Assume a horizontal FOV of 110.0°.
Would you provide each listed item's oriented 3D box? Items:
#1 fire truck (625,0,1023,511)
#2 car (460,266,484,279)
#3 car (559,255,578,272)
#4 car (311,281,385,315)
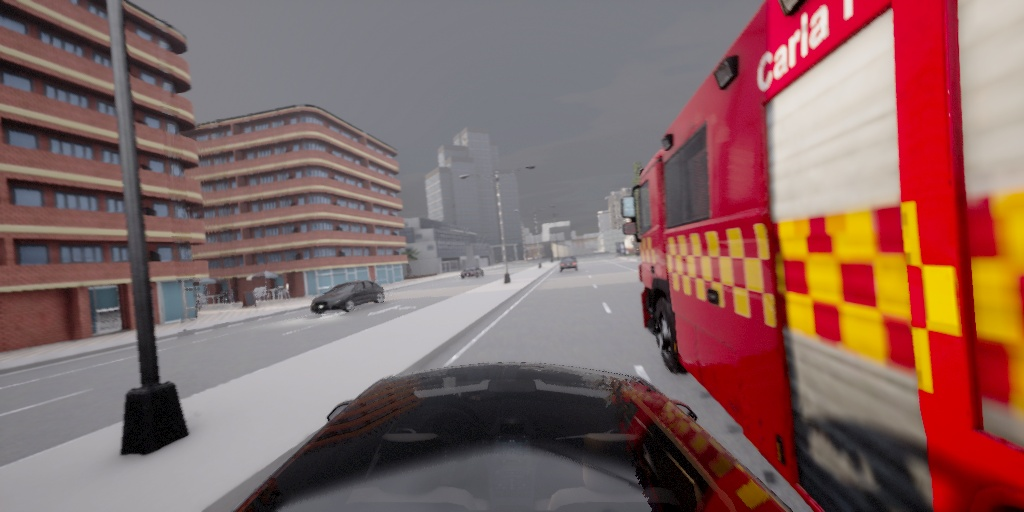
[{"bbox_3d":[3.080,-0.221,2.699,2.891,3.827,8.468,-6,0,10],"label":"fire truck"},{"bbox_3d":[-4.752,1.934,43.113,1.994,1.385,4.181,-6,0,11],"label":"car"},{"bbox_3d":[5.977,0.832,37.755,2.033,1.411,5.357,-6,0,10],"label":"car"},{"bbox_3d":[-8.982,2.208,20.008,1.837,1.490,4.892,-6,0,10],"label":"car"}]
